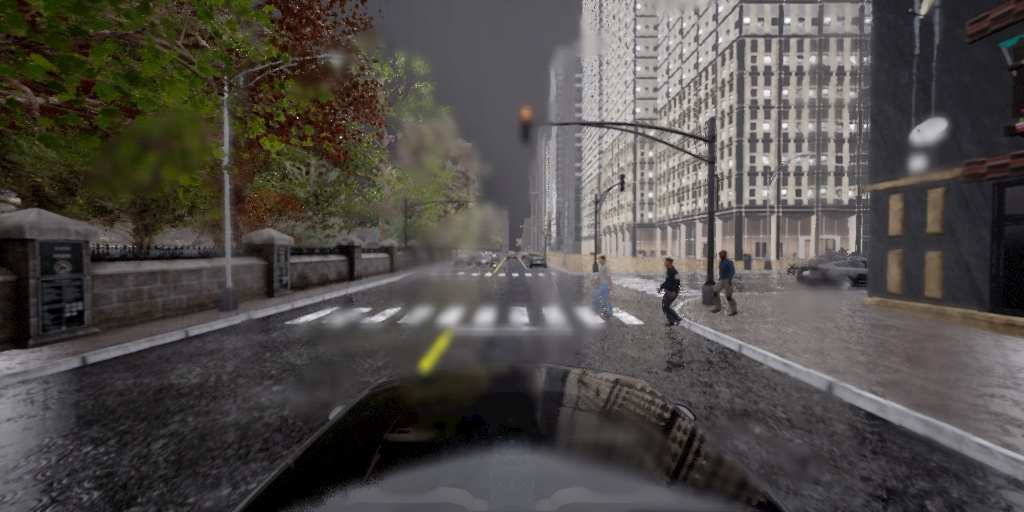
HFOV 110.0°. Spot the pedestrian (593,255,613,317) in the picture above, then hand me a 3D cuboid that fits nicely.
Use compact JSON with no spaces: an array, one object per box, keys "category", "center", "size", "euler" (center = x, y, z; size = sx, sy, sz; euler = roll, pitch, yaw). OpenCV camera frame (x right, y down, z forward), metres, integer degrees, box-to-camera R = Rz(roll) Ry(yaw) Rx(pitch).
[{"category":"pedestrian","center":[2.672,0.857,10.466],"size":[0.375,1.860,0.375],"euler":[0,1,0]}]

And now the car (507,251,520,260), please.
[{"category":"car","center":[-0.006,-0.024,64.739],"size":[1.837,1.490,4.892],"euler":[0,1,0]}]

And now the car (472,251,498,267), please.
[{"category":"car","center":[-3.087,0.419,41.778],"size":[2.128,1.511,4.902],"euler":[0,1,0]}]

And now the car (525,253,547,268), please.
[{"category":"car","center":[2.687,0.572,37.924],"size":[1.948,1.339,4.313],"euler":[0,0,0]}]

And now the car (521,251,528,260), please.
[{"category":"car","center":[2.686,0.345,49.186],"size":[1.948,1.339,4.313],"euler":[0,0,0]}]

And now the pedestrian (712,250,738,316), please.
[{"category":"pedestrian","center":[5.870,0.717,9.864],"size":[0.375,1.860,0.375],"euler":[0,1,0]}]

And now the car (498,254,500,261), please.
[{"category":"car","center":[-3.053,0.156,58.606],"size":[1.994,1.385,4.181],"euler":[0,1,0]}]

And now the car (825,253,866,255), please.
[{"category":"car","center":[19.415,0.544,21.143],"size":[5.357,1.411,2.033],"euler":[-1,1,0]}]

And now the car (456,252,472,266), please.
[{"category":"car","center":[-5.694,0.475,43.554],"size":[1.802,1.307,4.207],"euler":[0,0,0]}]

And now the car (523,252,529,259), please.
[{"category":"car","center":[2.686,0.458,43.555],"size":[1.948,1.339,4.313],"euler":[0,0,0]}]

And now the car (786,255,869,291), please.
[{"category":"car","center":[14.684,0.740,15.340],"size":[4.313,1.339,1.948],"euler":[0,0,0]}]

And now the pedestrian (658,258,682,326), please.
[{"category":"pedestrian","center":[4.126,0.886,9.267],"size":[0.375,1.860,0.375],"euler":[0,1,0]}]
